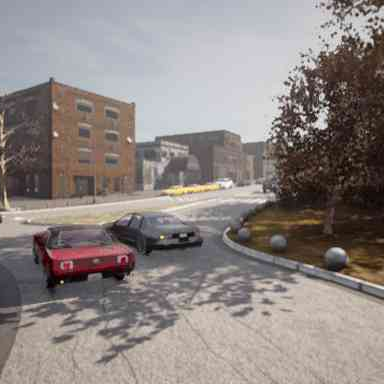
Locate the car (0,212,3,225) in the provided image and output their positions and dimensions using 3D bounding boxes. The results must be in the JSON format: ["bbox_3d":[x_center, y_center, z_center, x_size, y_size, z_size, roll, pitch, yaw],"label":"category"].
[{"bbox_3d":[-13.733,1.422,20.273,4.181,1.385,1.994,1,1,17],"label":"car"}]

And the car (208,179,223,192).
[{"bbox_3d":[2.951,-0.889,58.928,1.946,1.575,5.366,0,4,31],"label":"car"}]

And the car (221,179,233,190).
[{"bbox_3d":[5.924,-1.510,63.886,2.435,2.045,5.566,0,4,31],"label":"car"}]

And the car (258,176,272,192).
[{"bbox_3d":[12.864,-1.022,52.550,2.150,2.045,5.566,0,4,32],"label":"car"}]

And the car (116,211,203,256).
[{"bbox_3d":[-1.826,1.474,13.018,2.033,1.411,5.357,0,0,-38],"label":"car"}]

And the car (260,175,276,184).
[{"bbox_3d":[20.082,-3.283,87.540,2.435,2.045,5.566,0,4,31],"label":"car"}]

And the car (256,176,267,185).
[{"bbox_3d":[17.276,-2.679,82.853,2.231,1.521,4.892,0,4,31],"label":"car"}]

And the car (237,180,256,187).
[{"bbox_3d":[11.590,-1.939,73.363,2.163,1.488,4.792,0,4,31],"label":"car"}]

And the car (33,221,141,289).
[{"bbox_3d":[-3.219,1.548,9.165,1.895,1.301,4.718,0,0,-30],"label":"car"}]

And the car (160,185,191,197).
[{"bbox_3d":[-2.721,-0.177,49.474,1.946,1.575,5.366,0,4,31],"label":"car"}]

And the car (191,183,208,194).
[{"bbox_3d":[0.119,-0.534,54.198,1.946,1.575,5.366,0,4,31],"label":"car"}]
